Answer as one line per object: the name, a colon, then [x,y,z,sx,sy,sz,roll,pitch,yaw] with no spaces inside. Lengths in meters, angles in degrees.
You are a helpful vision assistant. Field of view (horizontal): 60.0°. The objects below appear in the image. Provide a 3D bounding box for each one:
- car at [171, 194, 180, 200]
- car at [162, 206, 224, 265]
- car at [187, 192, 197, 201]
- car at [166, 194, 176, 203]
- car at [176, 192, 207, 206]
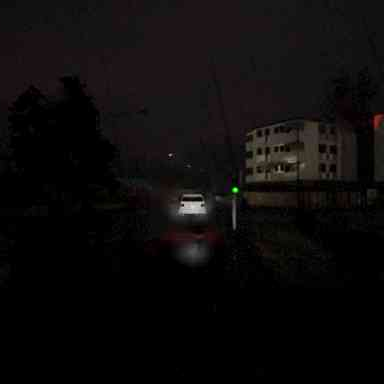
car: [-3.992,1.298,81.324,2.033,1.411,5.357,0,0,0]
car: [0.055,1.469,11.639,2.128,1.511,4.902,0,0,0]
car: [0.008,1.080,78.383,2.150,2.045,5.566,0,0,0]
car: [-4.014,1.359,64.973,1.882,1.535,5.008,0,0,1]
car: [0.068,1.173,28.047,2.150,2.045,5.566,0,0,0]
